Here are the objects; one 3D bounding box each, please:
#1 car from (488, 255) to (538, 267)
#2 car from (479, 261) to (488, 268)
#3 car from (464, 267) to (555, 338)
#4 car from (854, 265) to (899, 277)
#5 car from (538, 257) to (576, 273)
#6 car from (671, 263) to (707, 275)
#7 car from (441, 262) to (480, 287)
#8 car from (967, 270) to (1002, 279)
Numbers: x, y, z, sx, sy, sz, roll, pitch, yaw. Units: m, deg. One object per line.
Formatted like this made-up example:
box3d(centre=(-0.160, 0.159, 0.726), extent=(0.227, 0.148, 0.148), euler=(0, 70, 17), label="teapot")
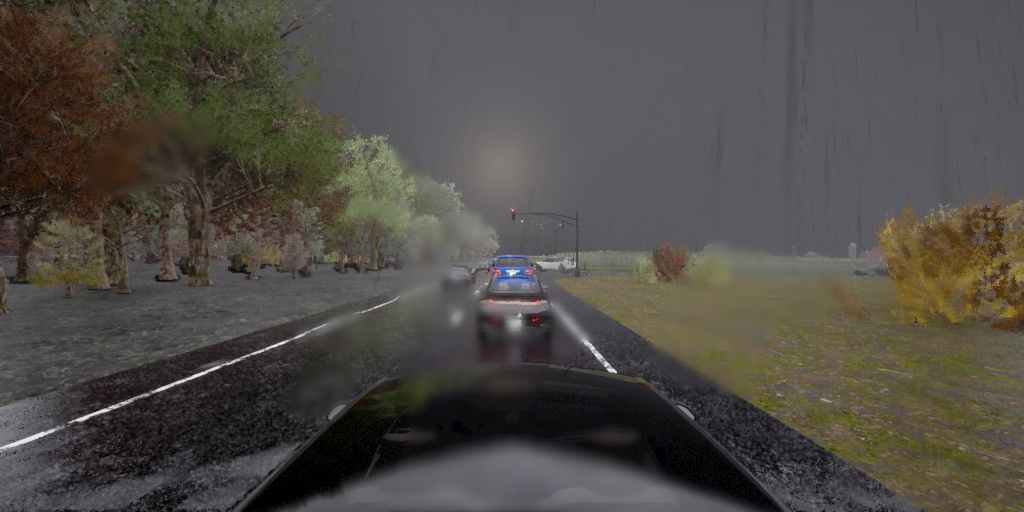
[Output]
box3d(centre=(0.038, 0.976, 20.059), extent=(2.150, 2.045, 5.566), euler=(0, 0, 0), label="car")
box3d(centre=(-3.555, 1.304, 45.618), extent=(2.033, 1.411, 5.357), euler=(0, 0, 0), label="car")
box3d(centre=(0.074, 1.244, 10.142), extent=(2.128, 1.511, 4.902), euler=(0, 0, 0), label="car")
box3d(centre=(44.224, 1.798, 43.286), extent=(4.892, 1.490, 1.837), euler=(1, -1, 0), label="car")
box3d(centre=(5.420, 1.119, 45.792), extent=(5.566, 2.045, 2.150), euler=(1, 0, 29), label="car")
box3d(centre=(21.754, 1.572, 43.334), extent=(4.674, 1.442, 1.812), euler=(1, -1, 0), label="car")
box3d(centre=(-3.477, 1.319, 24.177), extent=(1.994, 1.385, 4.181), euler=(0, 0, 0), label="car")
box3d(centre=(51.214, 1.833, 39.671), extent=(4.674, 1.442, 1.812), euler=(1, -1, 1), label="car")
